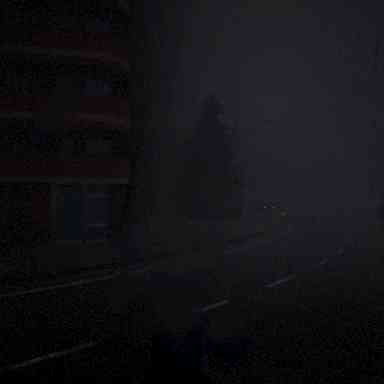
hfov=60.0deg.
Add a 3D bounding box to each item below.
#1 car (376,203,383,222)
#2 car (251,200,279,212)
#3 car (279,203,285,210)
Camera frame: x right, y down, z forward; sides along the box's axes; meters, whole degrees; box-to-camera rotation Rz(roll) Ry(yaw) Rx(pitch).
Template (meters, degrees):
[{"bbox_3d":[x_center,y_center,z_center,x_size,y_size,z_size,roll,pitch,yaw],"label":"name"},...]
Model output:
[{"bbox_3d":[16.473,1.452,26.135,2.150,2.045,5.566,0,0,11],"label":"car"},{"bbox_3d":[9.061,1.827,43.006,1.837,1.490,4.892,0,0,-9],"label":"car"},{"bbox_3d":[11.741,1.917,48.626,2.033,1.411,5.357,0,0,-9],"label":"car"}]
